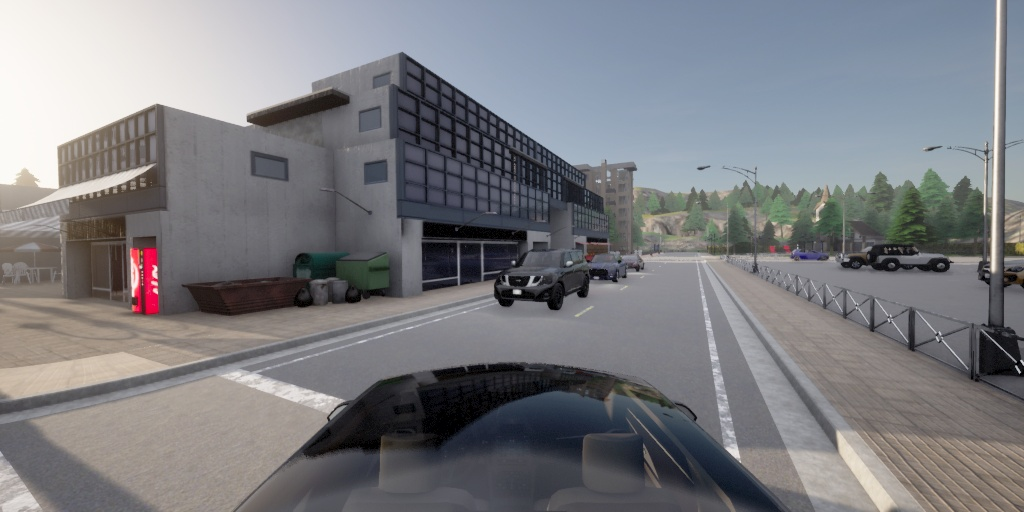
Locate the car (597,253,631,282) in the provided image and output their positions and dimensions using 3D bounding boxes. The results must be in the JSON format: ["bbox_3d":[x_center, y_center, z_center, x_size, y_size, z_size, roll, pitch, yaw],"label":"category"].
[{"bbox_3d":[5.871,0.627,22.615,2.097,1.767,4.553,0,1,27],"label":"car"}]

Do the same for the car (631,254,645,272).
[{"bbox_3d":[10.518,0.559,31.732,1.812,1.442,4.674,0,1,27],"label":"car"}]

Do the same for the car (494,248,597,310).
[{"bbox_3d":[1.409,0.730,13.849,2.150,2.045,5.566,0,1,27],"label":"car"}]
